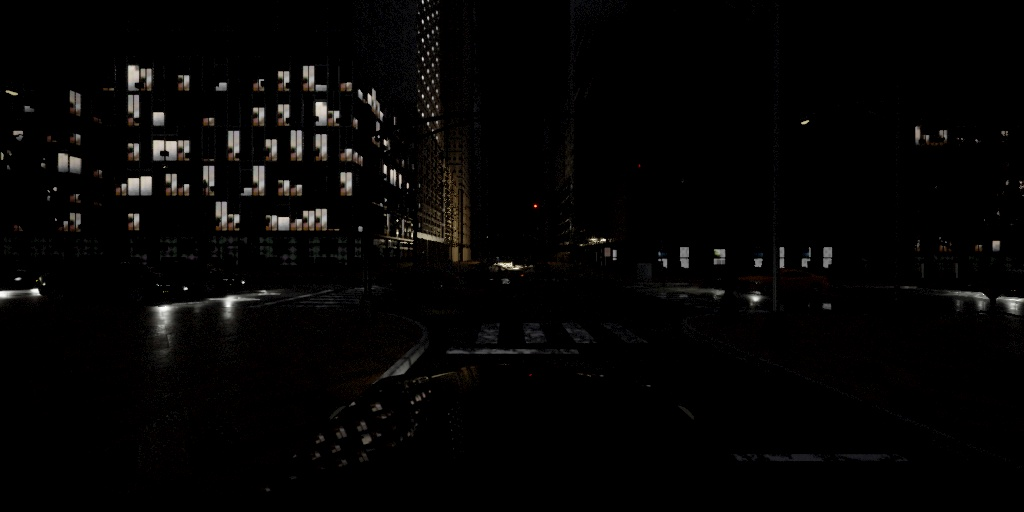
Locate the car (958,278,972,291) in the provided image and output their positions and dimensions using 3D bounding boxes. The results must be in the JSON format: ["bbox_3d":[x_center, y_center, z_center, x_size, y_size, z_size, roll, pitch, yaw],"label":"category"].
[{"bbox_3d":[36.052,1.926,26.462,4.892,1.490,1.837,1,0,-3],"label":"car"}]

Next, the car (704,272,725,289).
[{"bbox_3d":[16.338,1.546,25.551,5.008,1.535,1.882,0,0,-3],"label":"car"}]

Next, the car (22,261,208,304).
[{"bbox_3d":[-15.362,0.998,14.112,4.892,1.490,1.837,1,0,-3],"label":"car"}]

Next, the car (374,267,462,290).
[{"bbox_3d":[-5.595,1.292,21.282,4.718,1.301,1.895,1,0,-3],"label":"car"}]

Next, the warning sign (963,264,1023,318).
[{"bbox_3d":[17.272,1.204,12.881,1.060,1.860,1.300,0,0,-3],"label":"warning sign"}]

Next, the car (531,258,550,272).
[{"bbox_3d":[3.915,1.329,46.680,1.948,1.339,4.313,0,0,0],"label":"car"}]

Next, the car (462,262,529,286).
[{"bbox_3d":[-1.777,1.318,24.710,5.357,1.411,2.033,0,0,-3],"label":"car"}]

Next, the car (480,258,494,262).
[{"bbox_3d":[-4.039,1.342,52.171,1.802,1.307,4.207,0,0,0],"label":"car"}]

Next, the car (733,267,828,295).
[{"bbox_3d":[16.749,1.554,22.317,5.008,1.535,1.882,1,0,-3],"label":"car"}]

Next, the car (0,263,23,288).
[{"bbox_3d":[-25.388,0.873,16.903,4.181,1.385,1.994,1,0,-3],"label":"car"}]

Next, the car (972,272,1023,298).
[{"bbox_3d":[33.311,1.878,23.084,4.892,1.490,1.837,1,0,-3],"label":"car"}]

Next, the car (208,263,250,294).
[{"bbox_3d":[-15.510,0.994,17.358,4.892,1.490,1.837,1,0,-3],"label":"car"}]
